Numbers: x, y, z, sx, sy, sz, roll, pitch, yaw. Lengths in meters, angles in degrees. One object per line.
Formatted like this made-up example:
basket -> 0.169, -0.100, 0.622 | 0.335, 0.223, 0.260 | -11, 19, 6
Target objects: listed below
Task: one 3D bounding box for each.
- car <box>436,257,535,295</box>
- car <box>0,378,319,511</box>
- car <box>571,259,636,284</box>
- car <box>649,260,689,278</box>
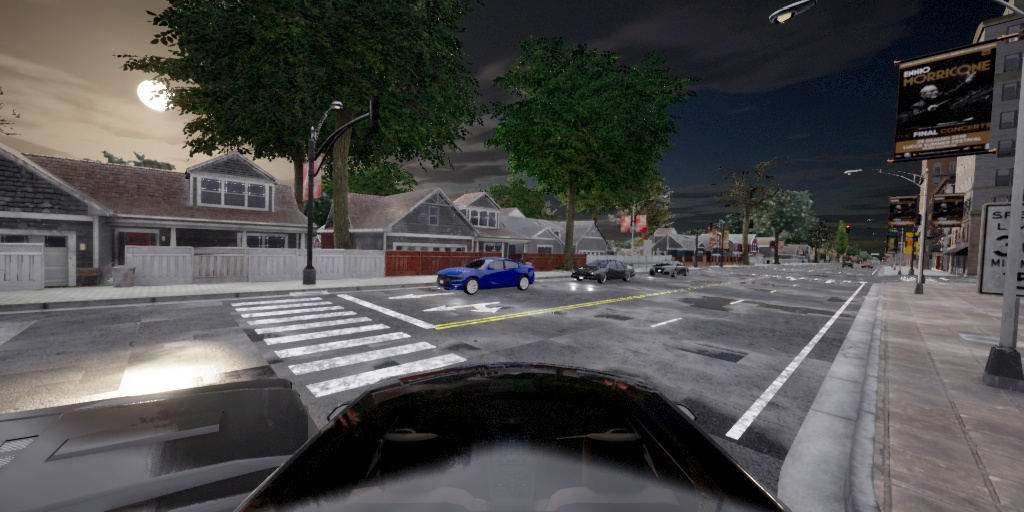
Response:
car -> -1.084, 0.807, 16.492 | 5.008, 1.535, 1.882 | 0, 2, -44
car -> -3.313, 1.286, 1.311 | 4.718, 1.301, 1.895 | 1, 2, -34
car -> 6.098, 0.938, 23.396 | 5.357, 1.411, 2.033 | 0, 2, -44
car -> 13.310, 1.019, 30.301 | 4.181, 1.385, 1.994 | 0, 2, -44
